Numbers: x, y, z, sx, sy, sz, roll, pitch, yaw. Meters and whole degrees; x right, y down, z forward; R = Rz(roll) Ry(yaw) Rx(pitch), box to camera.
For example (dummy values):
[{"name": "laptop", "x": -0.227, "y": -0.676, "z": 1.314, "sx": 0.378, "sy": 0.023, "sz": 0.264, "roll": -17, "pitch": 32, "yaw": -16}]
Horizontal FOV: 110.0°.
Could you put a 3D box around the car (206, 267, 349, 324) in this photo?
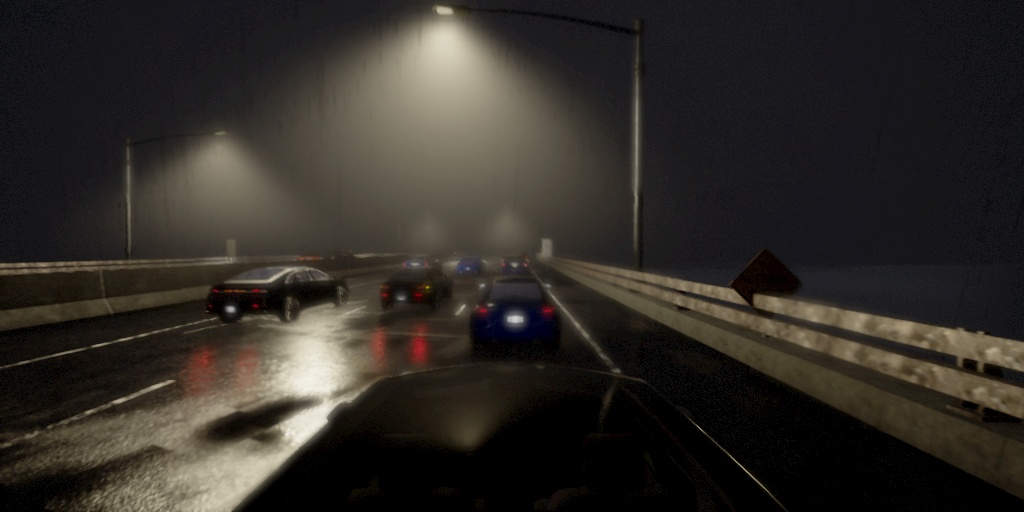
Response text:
[{"name": "car", "x": -6.899, "y": 1.073, "z": 11.248, "sx": 2.128, "sy": 1.511, "sz": 4.902, "roll": 0, "pitch": 1, "yaw": 0}]

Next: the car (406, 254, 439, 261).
[{"name": "car", "x": -6.754, "y": 0.660, "z": 27.254, "sx": 2.097, "sy": 1.767, "sz": 4.553, "roll": 0, "pitch": 1, "yaw": 1}]

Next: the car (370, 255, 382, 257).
[{"name": "car", "x": -17.097, "y": 0.581, "z": 44.730, "sx": 1.994, "sy": 1.385, "sz": 4.181, "roll": 0, "pitch": 1, "yaw": 2}]

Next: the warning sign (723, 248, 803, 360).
[{"name": "warning sign", "x": 4.548, "y": 0.782, "z": 6.425, "sx": 1.300, "sy": 1.860, "sz": 1.060, "roll": 0, "pitch": 0, "yaw": 0}]

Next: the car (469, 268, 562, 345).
[{"name": "car", "x": 0.085, "y": 1.184, "z": 9.095, "sx": 1.994, "sy": 1.385, "sz": 4.181, "roll": 0, "pitch": 1, "yaw": 1}]

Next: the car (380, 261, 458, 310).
[{"name": "car", "x": -3.382, "y": 1.072, "z": 13.312, "sx": 1.812, "sy": 1.442, "sz": 4.674, "roll": 0, "pitch": 1, "yaw": 0}]

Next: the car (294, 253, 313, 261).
[{"name": "car", "x": -24.134, "y": 0.397, "z": 43.205, "sx": 2.097, "sy": 1.767, "sz": 4.553, "roll": 0, "pitch": 1, "yaw": 2}]

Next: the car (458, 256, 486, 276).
[{"name": "car", "x": -3.224, "y": 0.754, "z": 29.057, "sx": 1.882, "sy": 1.535, "sz": 5.008, "roll": 0, "pitch": 1, "yaw": 1}]

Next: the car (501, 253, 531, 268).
[{"name": "car", "x": 0.246, "y": 0.660, "z": 27.196, "sx": 2.097, "sy": 1.767, "sz": 4.553, "roll": 0, "pitch": 1, "yaw": 1}]

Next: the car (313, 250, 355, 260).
[{"name": "car", "x": -20.659, "y": 0.276, "z": 42.487, "sx": 2.150, "sy": 2.045, "sz": 5.566, "roll": 0, "pitch": 1, "yaw": 1}]
